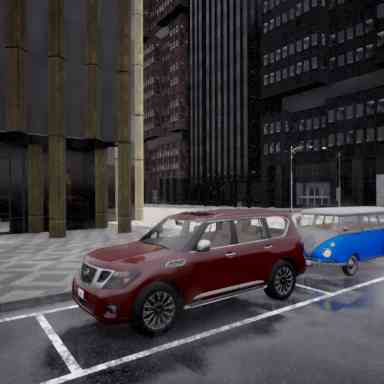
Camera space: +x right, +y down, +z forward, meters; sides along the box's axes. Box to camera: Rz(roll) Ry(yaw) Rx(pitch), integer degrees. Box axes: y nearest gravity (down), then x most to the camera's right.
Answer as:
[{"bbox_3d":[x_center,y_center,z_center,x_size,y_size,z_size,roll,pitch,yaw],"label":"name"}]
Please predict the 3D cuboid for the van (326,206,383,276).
[{"bbox_3d":[4.745,1.341,10.046,3.998,1.788,1.690,0,0,-36],"label":"van"}]

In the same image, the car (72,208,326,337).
[{"bbox_3d":[0.248,1.315,6.836,5.009,1.841,2.192,0,0,-36],"label":"car"}]
